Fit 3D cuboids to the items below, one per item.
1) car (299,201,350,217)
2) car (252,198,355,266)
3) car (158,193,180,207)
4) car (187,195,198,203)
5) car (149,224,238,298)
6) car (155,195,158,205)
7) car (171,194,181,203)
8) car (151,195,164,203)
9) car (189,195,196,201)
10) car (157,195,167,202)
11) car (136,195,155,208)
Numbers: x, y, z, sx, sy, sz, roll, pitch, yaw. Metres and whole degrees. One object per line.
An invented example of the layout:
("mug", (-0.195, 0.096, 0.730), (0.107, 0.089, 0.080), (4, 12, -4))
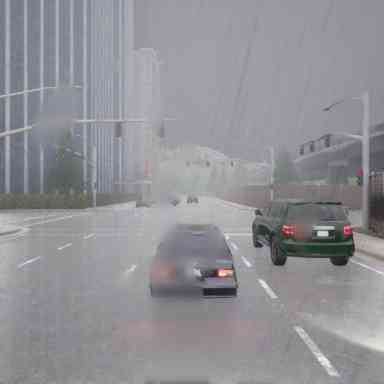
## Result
("car", (12.766, 1.619, 32.174), (4.181, 1.385, 1.994), (0, 0, -2))
("car", (3.575, 1.221, 11.697), (2.150, 2.045, 5.566), (0, 0, 1))
("car", (-3.572, 1.221, 52.851), (2.150, 2.045, 5.566), (0, 0, 0))
("car", (0.121, 1.352, 68.465), (2.097, 1.767, 4.553), (0, 0, 0))
("car", (0.057, 1.547, 8.664), (2.033, 1.411, 5.357), (0, 0, 1))
("car", (-7.061, 1.352, 58.115), (2.097, 1.767, 4.553), (0, 0, 0))
("car", (-3.478, 1.355, 72.579), (2.097, 1.767, 4.553), (0, 0, 0))
("car", (-6.992, 1.491, 68.052), (2.128, 1.511, 4.902), (0, 0, 0))
("car", (0.027, 1.500, 88.927), (1.837, 1.490, 4.892), (0, 0, 0))
("car", (-6.976, 1.516, 78.290), (1.812, 1.442, 4.674), (0, 0, 0))
("car", (-7.077, 1.504, 48.923), (1.837, 1.490, 4.892), (0, 0, 0))
